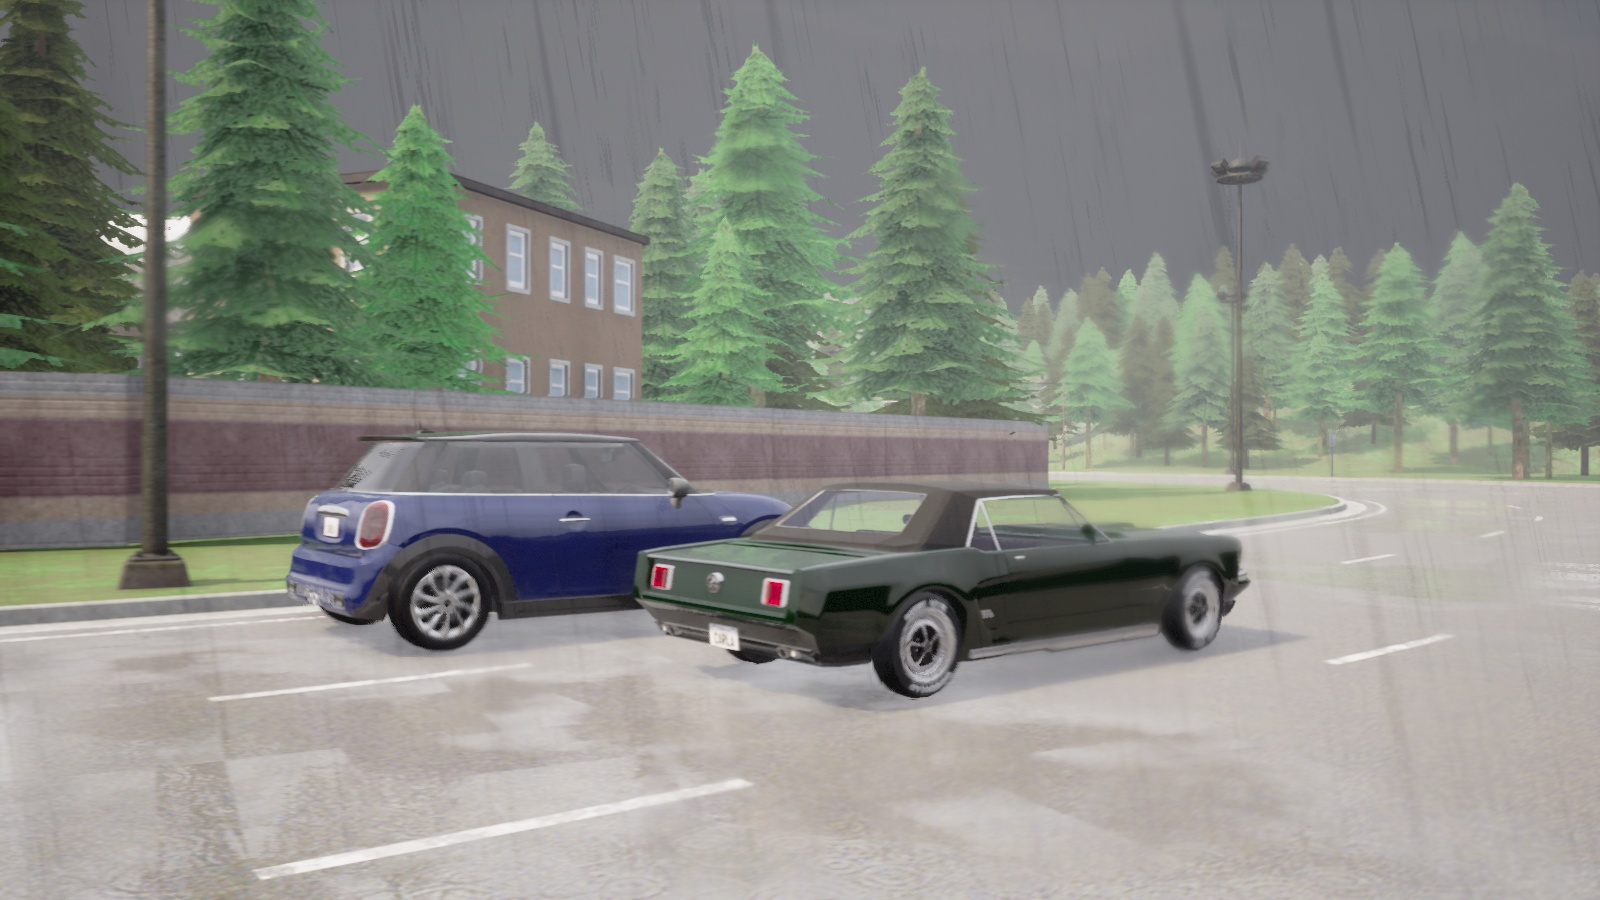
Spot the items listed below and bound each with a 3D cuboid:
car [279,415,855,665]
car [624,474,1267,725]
[{"bbox_3d":[-1.927,0.638,11.096,4.553,1.767,2.097,0,0,-38],"label":"car"},{"bbox_3d":[1.252,0.868,9.150,4.718,1.301,1.895,0,0,-39],"label":"car"}]
